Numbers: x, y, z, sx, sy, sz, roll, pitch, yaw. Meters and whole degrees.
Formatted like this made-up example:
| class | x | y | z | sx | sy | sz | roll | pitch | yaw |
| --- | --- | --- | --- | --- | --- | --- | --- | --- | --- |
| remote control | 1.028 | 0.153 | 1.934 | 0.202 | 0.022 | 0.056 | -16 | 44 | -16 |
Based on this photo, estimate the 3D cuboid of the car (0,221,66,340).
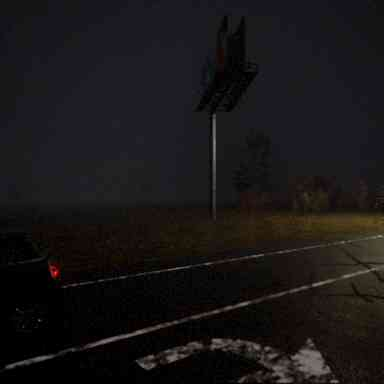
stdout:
| class | x | y | z | sx | sy | sz | roll | pitch | yaw |
| --- | --- | --- | --- | --- | --- | --- | --- | --- | --- |
| car | -4.434 | 1.398 | 5.032 | 4.553 | 1.767 | 2.097 | 0 | 0 | -35 |
